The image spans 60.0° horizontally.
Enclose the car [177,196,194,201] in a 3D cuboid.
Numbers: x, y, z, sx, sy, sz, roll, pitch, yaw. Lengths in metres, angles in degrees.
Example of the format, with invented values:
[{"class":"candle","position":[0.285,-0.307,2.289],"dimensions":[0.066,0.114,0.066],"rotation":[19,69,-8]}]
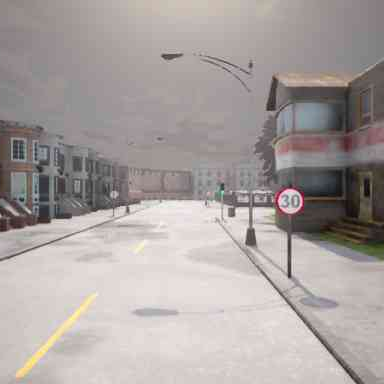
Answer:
[{"class":"car","position":[-1.671,1.758,85.974],"dimensions":[2.033,1.411,5.357],"rotation":[0,0,36]}]
